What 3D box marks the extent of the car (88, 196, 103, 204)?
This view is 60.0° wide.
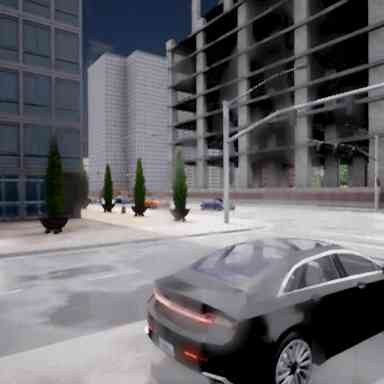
[{"bbox_3d":[-17.270,1.388,58.403,2.128,1.511,4.902,-1,0,-36],"label":"car"}]

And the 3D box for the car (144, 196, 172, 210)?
[{"bbox_3d":[-4.385,1.246,40.530,2.097,1.767,4.553,-1,0,-36],"label":"car"}]

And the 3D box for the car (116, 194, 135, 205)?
[{"bbox_3d":[-11.072,1.218,55.745,2.097,1.767,4.553,-1,0,-36],"label":"car"}]

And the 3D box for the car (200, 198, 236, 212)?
[{"bbox_3d":[2.766,1.392,36.646,1.812,1.442,4.674,-1,0,-36],"label":"car"}]

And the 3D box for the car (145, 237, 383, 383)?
[{"bbox_3d":[1.685,1.458,5.057,4.902,1.511,2.128,-1,0,-36],"label":"car"}]
